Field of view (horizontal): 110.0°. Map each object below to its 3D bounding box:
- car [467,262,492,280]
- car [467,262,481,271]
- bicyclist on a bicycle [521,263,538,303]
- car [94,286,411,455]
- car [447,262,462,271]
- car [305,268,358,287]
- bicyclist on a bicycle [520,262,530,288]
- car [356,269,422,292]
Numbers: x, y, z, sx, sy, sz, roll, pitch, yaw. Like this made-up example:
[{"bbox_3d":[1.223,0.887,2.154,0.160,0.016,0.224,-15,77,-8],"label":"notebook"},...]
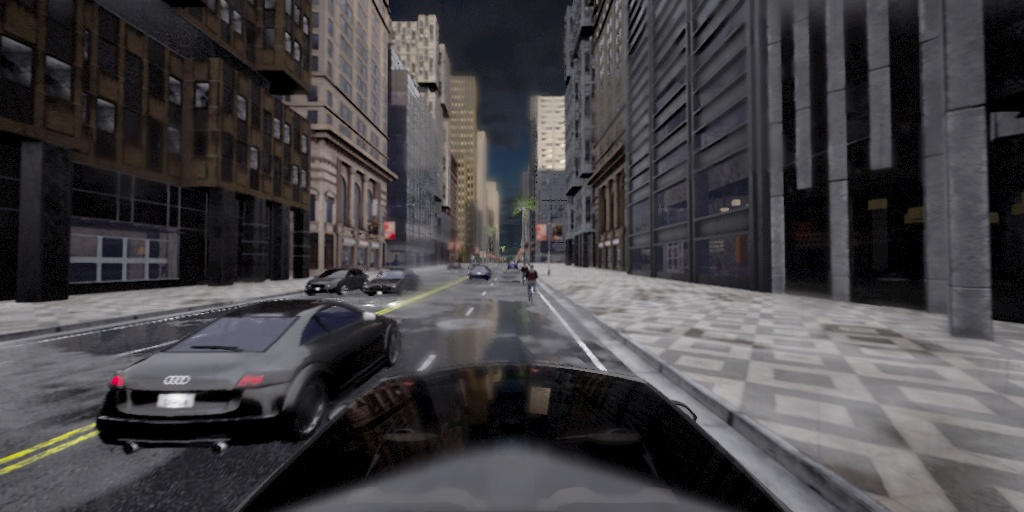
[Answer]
[{"bbox_3d":[-3.110,1.624,35.830,1.994,1.385,4.181,0,0,0],"label":"car"},{"bbox_3d":[-6.494,1.782,61.667,1.994,1.385,4.181,0,0,0],"label":"car"},{"bbox_3d":[0.912,1.267,16.714,0.659,1.776,1.843,0,0,0],"label":"bicyclist on a bicycle"},{"bbox_3d":[-3.146,1.350,5.369,1.994,1.385,4.181,0,-1,0],"label":"car"},{"bbox_3d":[-9.742,1.765,61.147,2.033,1.411,5.357,0,0,1],"label":"car"},{"bbox_3d":[-9.826,1.440,20.553,1.837,1.490,4.892,0,-1,0],"label":"car"},{"bbox_3d":[0.924,1.351,25.939,0.659,1.776,1.843,0,0,0],"label":"bicyclist on a bicycle"},{"bbox_3d":[-6.579,1.481,20.480,2.033,1.411,5.357,0,-1,0],"label":"car"}]
